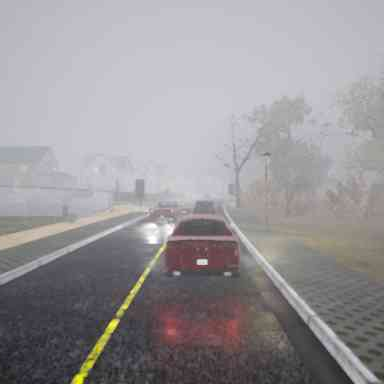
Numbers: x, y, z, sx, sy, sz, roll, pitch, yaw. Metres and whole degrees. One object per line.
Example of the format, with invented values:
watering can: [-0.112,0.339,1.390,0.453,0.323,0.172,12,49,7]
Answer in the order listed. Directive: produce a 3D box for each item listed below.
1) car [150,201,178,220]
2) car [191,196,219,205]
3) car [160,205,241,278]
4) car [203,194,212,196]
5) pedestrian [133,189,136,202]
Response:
car: [-1.944,1.397,25.342,1.895,1.301,4.718,0,0,4]
car: [0.962,1.303,24.956,1.837,1.490,4.892,0,0,3]
car: [0.310,1.387,9.903,1.882,1.535,5.008,0,1,2]
car: [3.548,1.151,75.347,1.812,1.442,4.674,0,0,9]
pedestrian: [-7.618,0.452,44.176,0.375,1.860,0.375,0,-3,4]
